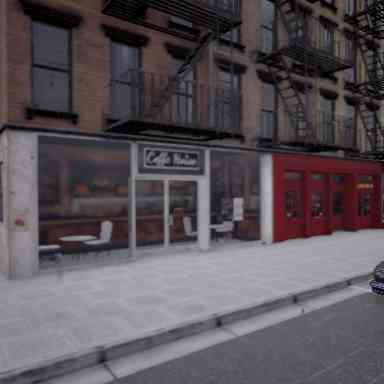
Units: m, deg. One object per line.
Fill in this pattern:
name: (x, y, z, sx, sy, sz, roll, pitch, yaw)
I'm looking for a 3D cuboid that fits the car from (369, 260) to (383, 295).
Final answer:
car: (6.161, 1.528, 7.467, 5.357, 1.411, 2.033, 0, 0, -35)
